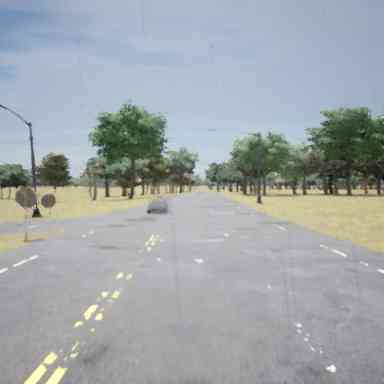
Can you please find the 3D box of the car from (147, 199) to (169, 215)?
[{"bbox_3d":[-3.396,1.389,33.736,1.994,1.385,4.181,-2,4,1],"label":"car"}]
